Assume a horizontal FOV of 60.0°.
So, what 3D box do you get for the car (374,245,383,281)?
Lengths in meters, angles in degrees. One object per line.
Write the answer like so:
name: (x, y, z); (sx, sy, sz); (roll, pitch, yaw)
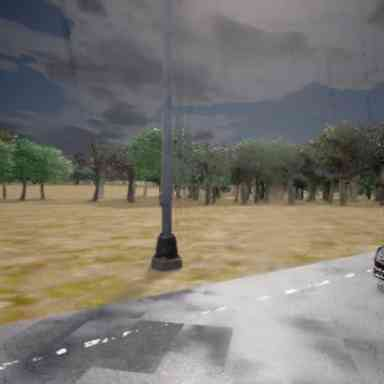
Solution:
car: (6.664, 1.543, 8.742); (4.902, 1.511, 2.128); (0, 0, -35)
